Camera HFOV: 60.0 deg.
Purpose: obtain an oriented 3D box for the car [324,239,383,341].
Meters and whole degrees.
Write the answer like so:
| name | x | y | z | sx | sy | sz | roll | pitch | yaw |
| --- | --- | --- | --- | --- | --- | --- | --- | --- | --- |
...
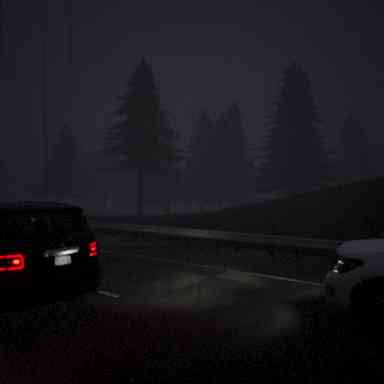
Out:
| name | x | y | z | sx | sy | sz | roll | pitch | yaw |
| --- | --- | --- | --- | --- | --- | --- | --- | --- | --- |
| car | 4.928 | 1.221 | 4.775 | 5.566 | 2.045 | 2.150 | 0 | 0 | 35 |

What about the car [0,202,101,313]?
| name | x | y | z | sx | sy | sz | roll | pitch | yaw |
| --- | --- | --- | --- | --- | --- | --- | --- | --- | --- |
| car | -4.327 | 1.224 | 7.076 | 5.566 | 2.045 | 2.150 | 0 | 0 | 35 |

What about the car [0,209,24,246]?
| name | x | y | z | sx | sy | sz | roll | pitch | yaw |
| --- | --- | --- | --- | --- | --- | --- | --- | --- | --- |
| car | -10.271 | 1.554 | 15.616 | 5.357 | 1.411 | 2.033 | 0 | 0 | 36 |
